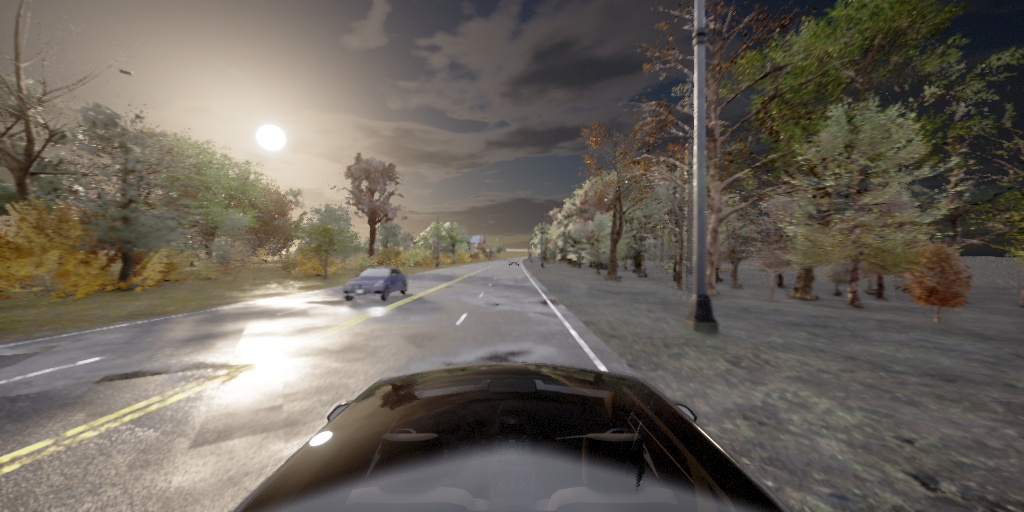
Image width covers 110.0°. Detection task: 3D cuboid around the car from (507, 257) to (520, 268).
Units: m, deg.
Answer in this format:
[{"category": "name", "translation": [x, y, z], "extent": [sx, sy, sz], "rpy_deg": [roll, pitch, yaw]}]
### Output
[{"category": "car", "translation": [0.257, 1.059, 56.497], "extent": [1.812, 1.442, 4.674], "rpy_deg": [0, 0, 1]}]

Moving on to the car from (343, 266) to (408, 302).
[{"category": "car", "translation": [-6.488, 1.249, 17.615], "extent": [1.812, 1.442, 4.674], "rpy_deg": [0, 0, 0]}]
